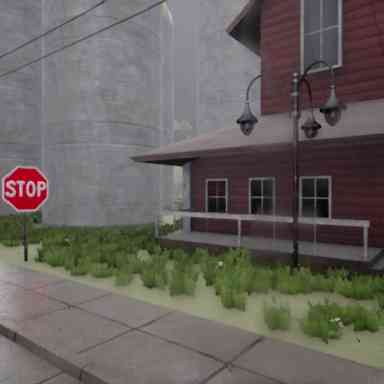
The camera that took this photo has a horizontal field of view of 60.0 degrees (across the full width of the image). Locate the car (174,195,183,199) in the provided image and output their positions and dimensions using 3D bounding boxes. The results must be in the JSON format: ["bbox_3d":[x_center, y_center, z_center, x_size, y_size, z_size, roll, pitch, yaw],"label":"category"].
[{"bbox_3d":[-3.396,1.474,86.131,4.193,1.474,1.816,0,0,37],"label":"car"}]
